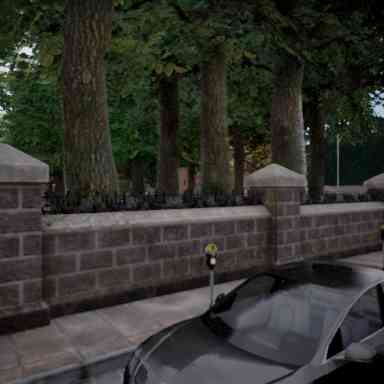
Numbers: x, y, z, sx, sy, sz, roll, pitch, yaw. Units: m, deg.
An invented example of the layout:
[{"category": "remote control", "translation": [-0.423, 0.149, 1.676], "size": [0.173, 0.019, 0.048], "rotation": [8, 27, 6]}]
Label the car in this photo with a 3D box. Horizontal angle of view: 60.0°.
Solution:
[{"category": "car", "translation": [1.376, 1.573, 3.802], "size": [4.313, 1.339, 1.947], "rotation": [0, -1, -36]}]
